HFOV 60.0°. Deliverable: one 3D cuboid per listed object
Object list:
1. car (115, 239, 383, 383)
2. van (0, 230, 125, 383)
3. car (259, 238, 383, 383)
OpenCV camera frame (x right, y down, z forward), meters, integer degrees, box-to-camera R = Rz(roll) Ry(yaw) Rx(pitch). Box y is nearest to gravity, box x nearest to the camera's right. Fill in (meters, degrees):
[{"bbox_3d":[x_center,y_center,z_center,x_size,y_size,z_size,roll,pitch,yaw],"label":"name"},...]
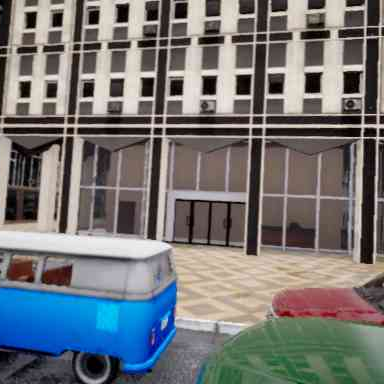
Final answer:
[{"bbox_3d":[2.434,1.425,1.216,5.566,2.045,2.150,1,-3,36],"label":"car"},{"bbox_3d":[-2.191,1.547,5.074,3.998,1.788,1.690,2,-3,12],"label":"van"},{"bbox_3d":[3.366,1.713,3.892,5.009,1.841,2.192,2,-3,12],"label":"car"}]
